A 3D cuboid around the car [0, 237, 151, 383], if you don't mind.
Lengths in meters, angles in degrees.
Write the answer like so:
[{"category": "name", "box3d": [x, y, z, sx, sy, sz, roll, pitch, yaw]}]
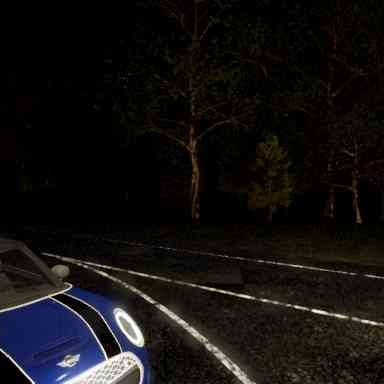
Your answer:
[{"category": "car", "box3d": [-2.619, 1.337, 3.748, 4.553, 1.767, 2.097, 1, 0, 35]}]
